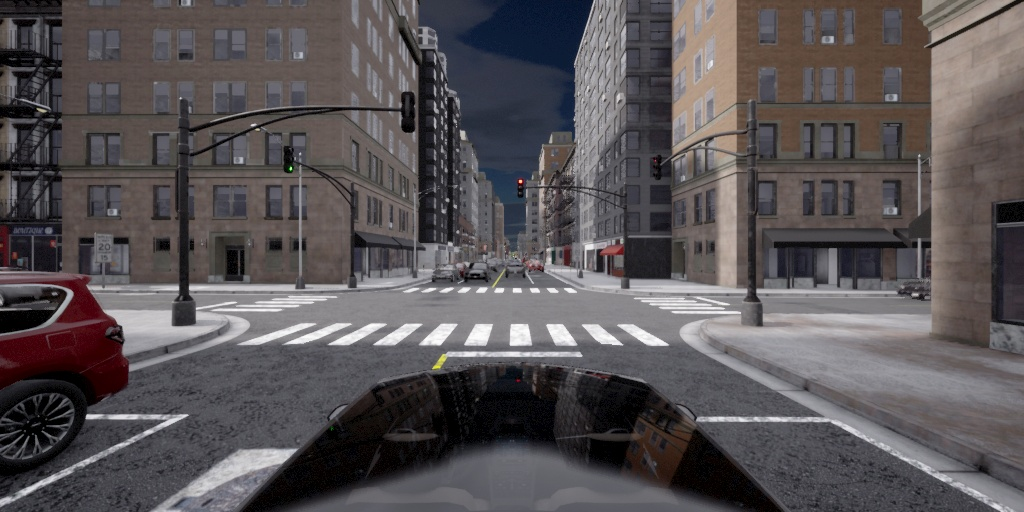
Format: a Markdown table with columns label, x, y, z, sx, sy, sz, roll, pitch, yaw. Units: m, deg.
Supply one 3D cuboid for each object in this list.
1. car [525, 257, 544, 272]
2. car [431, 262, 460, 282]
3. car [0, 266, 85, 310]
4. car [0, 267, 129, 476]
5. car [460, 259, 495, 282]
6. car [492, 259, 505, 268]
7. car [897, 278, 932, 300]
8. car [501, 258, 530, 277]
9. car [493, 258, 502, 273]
| label | x | y | z | sx | sy | sz | roll | pitch | yaw |
| --- | --- | --- | --- | --- | --- | --- | --- | --- | --- |
| car | 2.942 | 1.184 | 44.771 | 1.967 | 1.591 | 4.097 | 0 | 0 | 0 |
| car | -5.199 | 1.299 | 28.473 | 2.007 | 1.370 | 4.403 | 0 | 0 | 0 |
| car | -19.866 | 1.174 | 13.708 | 4.892 | 1.490 | 1.837 | 0 | 0 | 0 |
| car | -5.389 | 1.065 | 2.011 | 2.192 | 1.841 | 5.009 | 0 | 0 | 0 |
| car | -2.662 | 1.253 | 28.502 | 1.837 | 1.490 | 4.892 | 0 | 0 | 0 |
| car | -2.316 | 1.234 | 62.983 | 2.128 | 1.511 | 4.902 | 0 | 0 | 0 |
| car | 21.150 | 1.395 | 16.422 | 5.357 | 1.411 | 2.033 | 0 | 0 | 0 |
| car | 0.333 | 1.239 | 35.088 | 2.128 | 1.511 | 4.902 | 0 | 0 | 0 |
| car | -2.559 | 1.249 | 42.517 | 1.837 | 1.490 | 4.892 | 0 | 0 | 0 |
